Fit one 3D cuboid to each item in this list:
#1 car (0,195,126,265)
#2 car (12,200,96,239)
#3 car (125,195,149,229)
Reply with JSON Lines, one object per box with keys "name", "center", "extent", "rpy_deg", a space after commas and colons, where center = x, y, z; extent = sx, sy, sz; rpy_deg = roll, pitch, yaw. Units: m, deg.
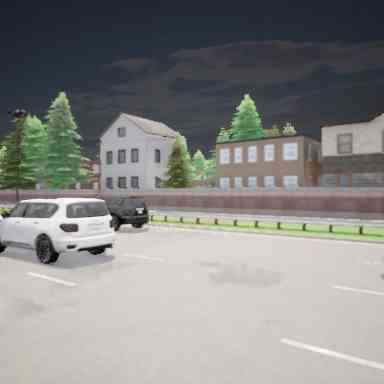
{"name": "car", "center": [-5.199, 1.230, 12.002], "extent": [5.566, 2.045, 2.150], "rpy_deg": [0, 0, 36]}
{"name": "car", "center": [-7.505, 1.364, 17.948], "extent": [4.553, 1.767, 2.097], "rpy_deg": [0, 0, 36]}
{"name": "car", "center": [-5.151, 1.234, 20.568], "extent": [5.566, 2.045, 2.150], "rpy_deg": [0, 0, 36]}
